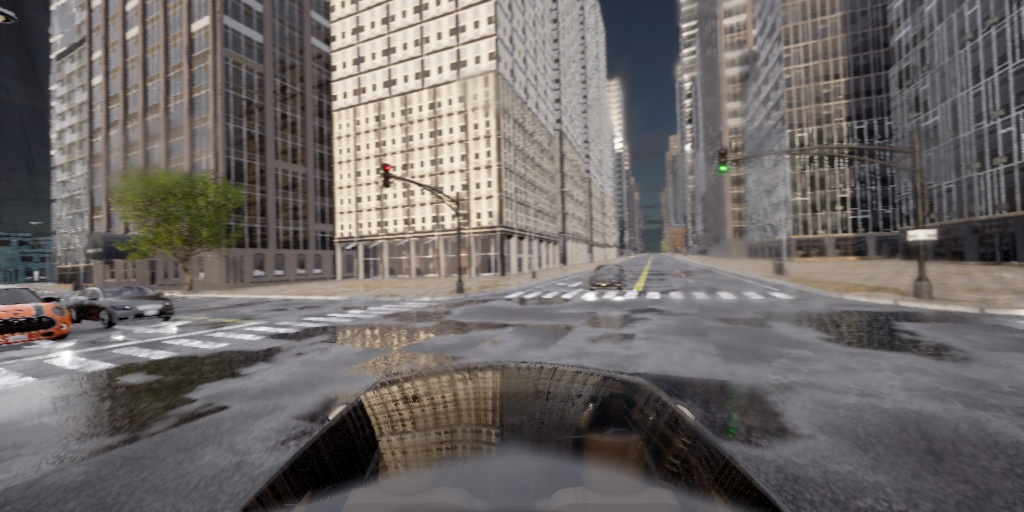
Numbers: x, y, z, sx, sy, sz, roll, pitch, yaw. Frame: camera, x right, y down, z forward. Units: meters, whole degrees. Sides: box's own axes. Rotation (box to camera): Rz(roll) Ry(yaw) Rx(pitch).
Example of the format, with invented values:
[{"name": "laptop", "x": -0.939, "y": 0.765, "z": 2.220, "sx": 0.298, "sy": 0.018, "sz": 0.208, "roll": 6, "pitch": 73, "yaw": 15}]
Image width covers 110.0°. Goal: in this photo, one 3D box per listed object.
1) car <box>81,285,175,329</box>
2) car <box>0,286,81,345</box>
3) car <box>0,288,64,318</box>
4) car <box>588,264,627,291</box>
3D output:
[{"name": "car", "x": -15.519, "y": 1.902, "z": 14.203, "sx": 4.902, "sy": 1.511, "sz": 2.128, "roll": -2, "pitch": -1, "yaw": 24}, {"name": "car", "x": -15.259, "y": 1.685, "z": 10.525, "sx": 4.553, "sy": 1.767, "sz": 2.097, "roll": -2, "pitch": -1, "yaw": 24}, {"name": "car", "x": -26.080, "y": 2.415, "z": 18.960, "sx": 4.718, "sy": 1.301, "sz": 1.895, "roll": -2, "pitch": -1, "yaw": 24}, {"name": "car", "x": 5.766, "y": 1.247, "z": 21.436, "sx": 1.837, "sy": 1.490, "sz": 4.892, "roll": -2, "pitch": 0, "yaw": 22}]
